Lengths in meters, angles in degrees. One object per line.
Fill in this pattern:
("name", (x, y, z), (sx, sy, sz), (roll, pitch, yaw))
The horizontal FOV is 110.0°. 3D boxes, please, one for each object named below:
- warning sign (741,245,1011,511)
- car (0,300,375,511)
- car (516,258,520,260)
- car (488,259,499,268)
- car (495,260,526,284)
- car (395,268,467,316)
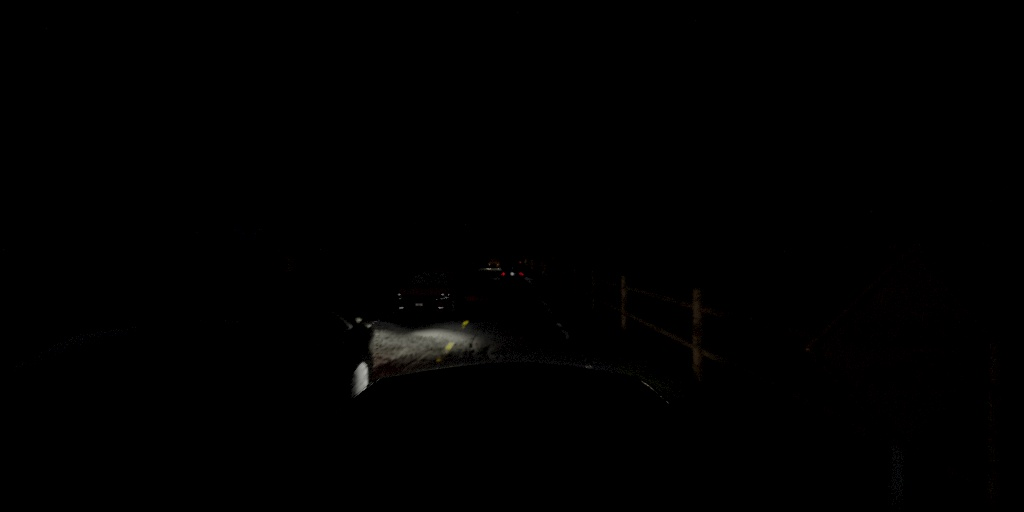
("warning sign", (2.452, 0.863, 2.260), (1.300, 1.860, 1.060), (0, 0, 0))
("car", (-2.850, 1.256, 3.235), (1.837, 1.490, 4.892), (0, 0, 0))
("car", (0.041, 1.234, 46.954), (1.837, 1.490, 4.892), (0, 0, 0))
("car", (-2.861, 1.214, 58.427), (1.882, 1.535, 5.008), (0, 0, 0))
("car", (0.046, 1.278, 26.999), (2.033, 1.411, 5.357), (0, 0, 1))
("car", (-2.853, 1.219, 13.530), (1.882, 1.535, 5.008), (0, 0, 0))
